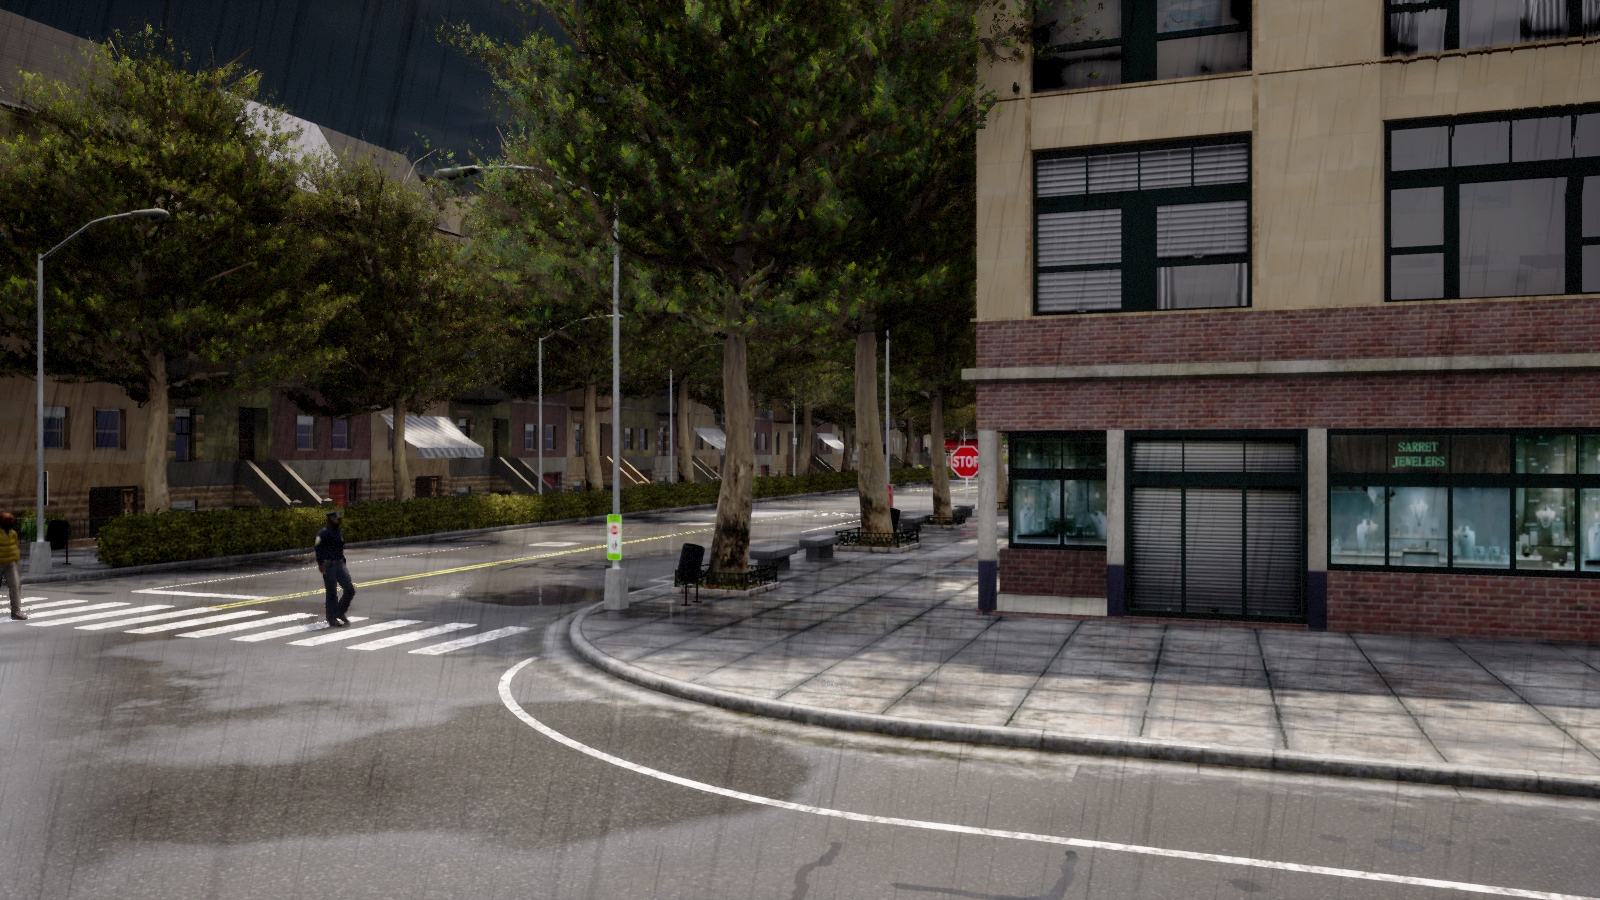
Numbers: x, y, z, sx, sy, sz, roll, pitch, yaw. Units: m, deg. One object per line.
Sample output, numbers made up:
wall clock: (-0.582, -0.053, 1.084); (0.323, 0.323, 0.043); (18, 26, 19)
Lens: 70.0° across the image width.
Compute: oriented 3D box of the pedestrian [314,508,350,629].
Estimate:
pedestrian: (-7.403, 1.854, 18.072); (0.375, 1.860, 0.375); (0, 0, 27)

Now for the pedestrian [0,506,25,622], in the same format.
pedestrian: (-13.013, 1.856, 18.724); (0.375, 1.860, 0.375); (0, 0, 19)
